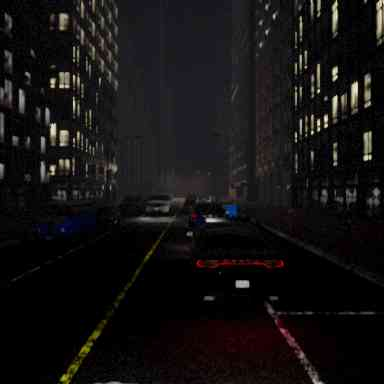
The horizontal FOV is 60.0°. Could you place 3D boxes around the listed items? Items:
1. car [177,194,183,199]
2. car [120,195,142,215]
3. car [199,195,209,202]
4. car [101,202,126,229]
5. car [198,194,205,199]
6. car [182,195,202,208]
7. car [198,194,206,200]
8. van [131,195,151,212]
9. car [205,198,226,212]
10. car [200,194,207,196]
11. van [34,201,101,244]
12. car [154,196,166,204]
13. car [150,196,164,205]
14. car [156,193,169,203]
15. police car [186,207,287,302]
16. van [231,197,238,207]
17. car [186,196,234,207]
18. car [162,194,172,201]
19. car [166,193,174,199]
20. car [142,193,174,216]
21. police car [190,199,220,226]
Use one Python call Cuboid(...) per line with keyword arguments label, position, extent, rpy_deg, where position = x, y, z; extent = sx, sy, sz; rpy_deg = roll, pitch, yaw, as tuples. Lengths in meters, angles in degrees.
Cuboid(label="car", position=(-3.172, 1.208, 91.871), extent=(1.812, 1.442, 4.674), rpy_deg=(0, 0, 0))
Cuboid(label="car", position=(-5.745, 1.240, 32.409), extent=(2.192, 1.841, 5.009), rpy_deg=(0, 0, 0))
Cuboid(label="car", position=(2.560, 1.344, 72.216), extent=(1.947, 1.339, 4.313), rpy_deg=(0, 0, 0))
Cuboid(label="car", position=(-5.726, 1.522, 21.037), extent=(1.947, 1.339, 4.313), rpy_deg=(0, 0, 0))
Cuboid(label="car", position=(2.529, 1.241, 89.271), extent=(1.887, 1.381, 4.507), rpy_deg=(0, 0, 0))
Cuboid(label="car", position=(-0.074, 1.448, 44.900), extent=(1.994, 1.385, 4.181), rpy_deg=(0, 0, 0))
Cuboid(label="car", position=(2.539, 1.307, 83.585), extent=(1.802, 1.307, 4.206), rpy_deg=(0, 0, 0))
Cuboid(label="van", position=(-5.756, 1.248, 38.095), extent=(1.690, 1.788, 3.998), rpy_deg=(0, 0, 0))
Cuboid(label="car", position=(2.623, 1.458, 38.104), extent=(2.008, 1.369, 4.403), rpy_deg=(0, 0, 0))
Cuboid(label="car", position=(2.571, 1.327, 66.700), extent=(1.752, 1.417, 4.829), rpy_deg=(0, 0, 0))
Cuboid(label="van", position=(-5.714, 1.311, 15.351), extent=(1.690, 1.788, 3.998), rpy_deg=(0, 0, 0))
Cuboid(label="car", position=(-5.799, 1.371, 60.839), extent=(1.887, 1.381, 4.507), rpy_deg=(0, 0, 0))
Cuboid(label="car", position=(-5.789, 1.430, 55.154), extent=(1.802, 1.307, 4.206), rpy_deg=(0, 0, 0))
Cuboid(label="car", position=(-5.808, 1.118, 66.523), extent=(2.192, 1.841, 5.009), rpy_deg=(0, 0, 0))
Cuboid(label="police car", position=(0.884, 1.410, 8.433), extent=(1.930, 1.638, 5.238), rpy_deg=(0, 0, 0))
Cuboid(label="van", position=(2.646, 1.282, 26.733), extent=(1.690, 1.788, 3.998), rpy_deg=(0, 0, 0))
Cuboid(label="car", position=(0.865, 1.314, 18.293), extent=(2.097, 1.767, 4.553), rpy_deg=(0, 0, 0))
Cuboid(label="car", position=(-5.830, 1.192, 77.896), extent=(1.967, 1.590, 4.097), rpy_deg=(0, 0, 0))
Cuboid(label="car", position=(-5.851, 1.137, 89.268), extent=(1.967, 1.590, 4.097), rpy_deg=(0, 0, 0))
Cuboid(label="car", position=(-3.162, 1.146, 32.348), extent=(2.150, 2.045, 5.566), rpy_deg=(0, 0, 0))
Cuboid(label="police car", position=(0.854, 1.373, 24.433), extent=(1.930, 1.638, 5.238), rpy_deg=(0, 0, 0))
